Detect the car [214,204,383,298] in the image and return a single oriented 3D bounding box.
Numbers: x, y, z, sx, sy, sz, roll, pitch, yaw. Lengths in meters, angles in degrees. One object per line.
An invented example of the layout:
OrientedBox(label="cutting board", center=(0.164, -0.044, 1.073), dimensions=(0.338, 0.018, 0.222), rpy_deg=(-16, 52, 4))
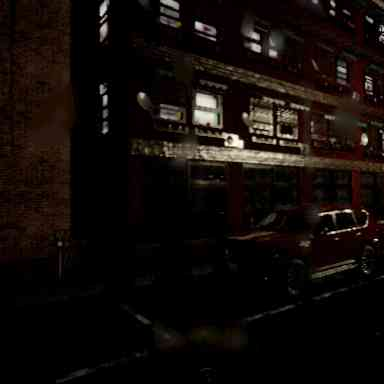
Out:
OrientedBox(label="car", center=(2.933, 1.283, 8.651), dimensions=(5.009, 1.841, 2.192), rpy_deg=(0, 0, -36))
